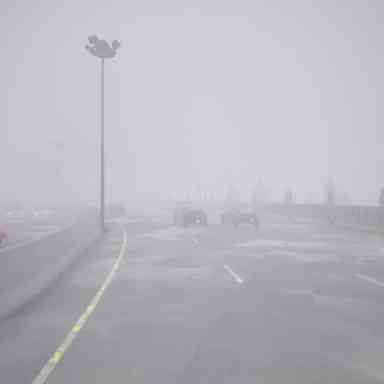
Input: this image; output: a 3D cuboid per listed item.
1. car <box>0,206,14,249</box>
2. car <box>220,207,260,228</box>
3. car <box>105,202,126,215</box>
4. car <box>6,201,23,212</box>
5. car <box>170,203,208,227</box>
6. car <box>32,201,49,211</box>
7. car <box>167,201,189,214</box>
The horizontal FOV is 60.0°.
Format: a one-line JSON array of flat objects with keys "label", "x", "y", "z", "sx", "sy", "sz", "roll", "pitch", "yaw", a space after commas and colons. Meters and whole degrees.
[{"label": "car", "x": -8.067, "y": 1.511, "z": 11.160, "sx": 2.097, "sy": 1.767, "sz": 4.553, "roll": 0, "pitch": -1, "yaw": -8}, {"label": "car", "x": 3.602, "y": 1.854, "z": 25.393, "sx": 1.812, "sy": 1.442, "sz": 4.674, "roll": 0, "pitch": -1, "yaw": -13}, {"label": "car", "x": -9.580, "y": 2.049, "z": 41.439, "sx": 2.128, "sy": 1.511, "sz": 4.902, "roll": 0, "pitch": -1, "yaw": -25}, {"label": "car", "x": -27.087, "y": 2.204, "z": 50.644, "sx": 1.837, "sy": 1.490, "sz": 4.892, "roll": 1, "pitch": -1, "yaw": -35}, {"label": "car", "x": -0.185, "y": 1.849, "z": 26.042, "sx": 1.837, "sy": 1.490, "sz": 4.892, "roll": 0, "pitch": 0, "yaw": -15}, {"label": "car", "x": -23.597, "y": 2.217, "z": 51.733, "sx": 1.837, "sy": 1.490, "sz": 4.892, "roll": 1, "pitch": -2, "yaw": -34}, {"label": "car", "x": -1.524, "y": 1.884, "z": 40.489, "sx": 2.097, "sy": 1.767, "sz": 4.553, "roll": 0, "pitch": -1, "yaw": -22}]
